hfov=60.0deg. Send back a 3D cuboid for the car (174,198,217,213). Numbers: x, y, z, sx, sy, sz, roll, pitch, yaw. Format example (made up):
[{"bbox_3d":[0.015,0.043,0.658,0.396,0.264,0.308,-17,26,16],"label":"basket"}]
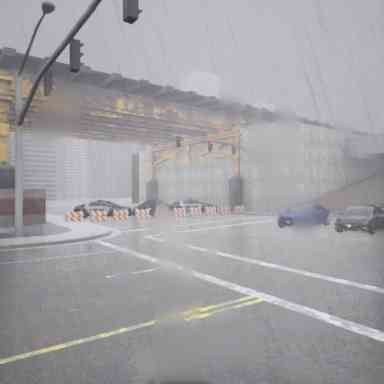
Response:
[{"bbox_3d":[0.077,1.293,35.252,4.536,1.218,1.853,0,0,-7],"label":"car"}]

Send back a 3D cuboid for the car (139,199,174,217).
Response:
[{"bbox_3d":[-3.780,1.451,31.497,2.038,1.542,4.974,0,0,18],"label":"car"}]

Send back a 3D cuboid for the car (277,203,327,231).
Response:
[{"bbox_3d":[7.183,1.476,21.164,1.882,1.535,5.008,-1,0,41],"label":"car"}]

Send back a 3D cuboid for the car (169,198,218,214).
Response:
[{"bbox_3d":[0.129,1.451,35.259,4.974,1.542,2.038,0,0,-7],"label":"car"}]

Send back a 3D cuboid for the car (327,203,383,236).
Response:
[{"bbox_3d":[9.596,1.504,18.761,1.837,1.490,4.892,-1,-1,42],"label":"car"}]

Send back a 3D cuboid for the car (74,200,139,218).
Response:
[{"bbox_3d":[-7.524,1.452,28.811,4.974,1.542,2.038,0,0,8],"label":"car"}]

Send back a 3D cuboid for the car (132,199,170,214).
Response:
[{"bbox_3d":[-3.764,1.294,31.547,1.853,1.218,4.536,0,0,18],"label":"car"}]

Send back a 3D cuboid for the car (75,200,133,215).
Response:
[{"bbox_3d":[-7.575,1.294,28.817,4.536,1.218,1.853,0,0,8],"label":"car"}]
